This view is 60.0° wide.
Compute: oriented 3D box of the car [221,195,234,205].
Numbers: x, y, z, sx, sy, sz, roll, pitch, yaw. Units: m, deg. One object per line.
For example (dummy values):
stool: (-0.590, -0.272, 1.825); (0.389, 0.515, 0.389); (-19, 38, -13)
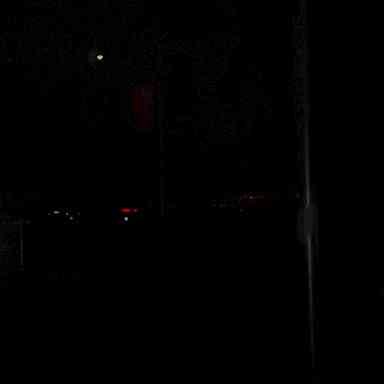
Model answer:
car: (5.831, 1.089, 48.150); (1.994, 1.385, 4.181); (-2, 0, 36)

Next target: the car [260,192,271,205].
car: (11.212, 0.896, 44.333); (1.812, 1.442, 4.674); (-2, 0, 36)

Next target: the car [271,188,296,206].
car: (11.388, 0.717, 38.903); (2.097, 1.767, 4.553); (-2, 0, 35)

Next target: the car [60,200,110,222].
car: (-6.737, 1.381, 24.961); (2.033, 1.411, 5.357); (-2, 0, 35)

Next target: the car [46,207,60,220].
car: (-9.317, 1.412, 26.943); (1.837, 1.490, 4.892); (-2, 0, 35)

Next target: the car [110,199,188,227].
car: (-2.140, 1.188, 19.875); (2.128, 1.511, 4.902); (-2, 0, 35)

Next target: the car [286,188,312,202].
car: (16.974, 0.412, 52.545); (2.150, 2.045, 5.566); (-2, 0, 35)

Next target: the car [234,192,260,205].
car: (8.249, 0.807, 45.954); (2.097, 1.767, 4.553); (-2, 0, 36)
